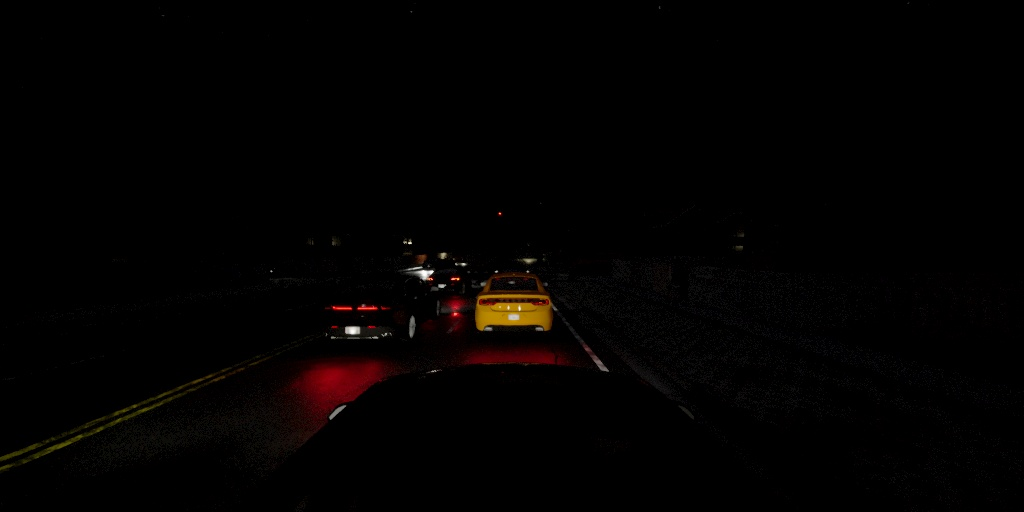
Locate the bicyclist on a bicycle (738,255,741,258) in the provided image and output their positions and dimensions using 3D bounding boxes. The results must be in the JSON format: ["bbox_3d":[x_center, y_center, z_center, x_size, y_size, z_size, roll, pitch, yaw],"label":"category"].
[{"bbox_3d":[18.405,0.782,28.817,0.582,1.620,1.656,0,0,-2],"label":"bicyclist on a bicycle"}]

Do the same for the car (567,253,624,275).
[{"bbox_3d":[8.143,0.722,34.509,5.566,2.045,2.150,0,1,0],"label":"car"}]

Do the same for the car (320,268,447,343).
[{"bbox_3d":[-3.190,1.239,9.615,1.837,1.490,4.892,0,0,0],"label":"car"}]

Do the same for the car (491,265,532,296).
[{"bbox_3d":[0.008,1.247,19.388,1.994,1.385,4.181,0,0,1],"label":"car"}]

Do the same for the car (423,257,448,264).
[{"bbox_3d":[-9.919,0.932,45.183,2.128,1.511,4.902,0,1,0],"label":"car"}]

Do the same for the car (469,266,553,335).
[{"bbox_3d":[0.062,1.209,10.499,1.882,1.535,5.008,0,0,0],"label":"car"}]

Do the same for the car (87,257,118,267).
[{"bbox_3d":[-37.279,1.080,32.034,5.566,2.045,2.150,0,1,5],"label":"car"}]

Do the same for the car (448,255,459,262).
[{"bbox_3d":[-9.932,0.894,55.175,1.994,1.385,4.181,0,1,0],"label":"car"}]

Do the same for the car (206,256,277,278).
[{"bbox_3d":[-23.643,0.992,31.204,5.566,2.045,2.150,0,1,2],"label":"car"}]

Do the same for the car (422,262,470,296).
[{"bbox_3d":[-3.248,1.212,18.924,1.812,1.442,4.674,0,0,1],"label":"car"}]
